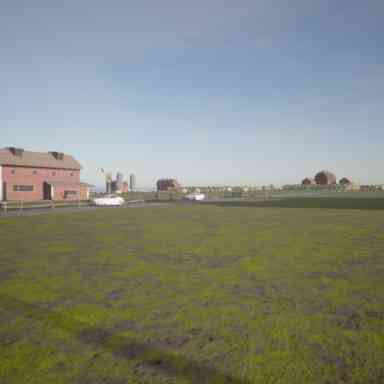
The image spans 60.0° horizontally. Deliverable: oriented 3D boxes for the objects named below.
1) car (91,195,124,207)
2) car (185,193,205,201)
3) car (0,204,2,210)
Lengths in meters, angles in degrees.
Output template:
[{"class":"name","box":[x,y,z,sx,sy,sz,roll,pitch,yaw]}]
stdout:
[{"class":"car","box":[-10.991,1.145,43.742,1.812,1.442,4.674,0,1,36]},{"class":"car","box":[0.572,0.864,59.531,1.812,1.442,4.674,0,1,36]},{"class":"car","box":[-20.371,1.359,30.808,1.837,1.490,4.892,0,1,36]}]
